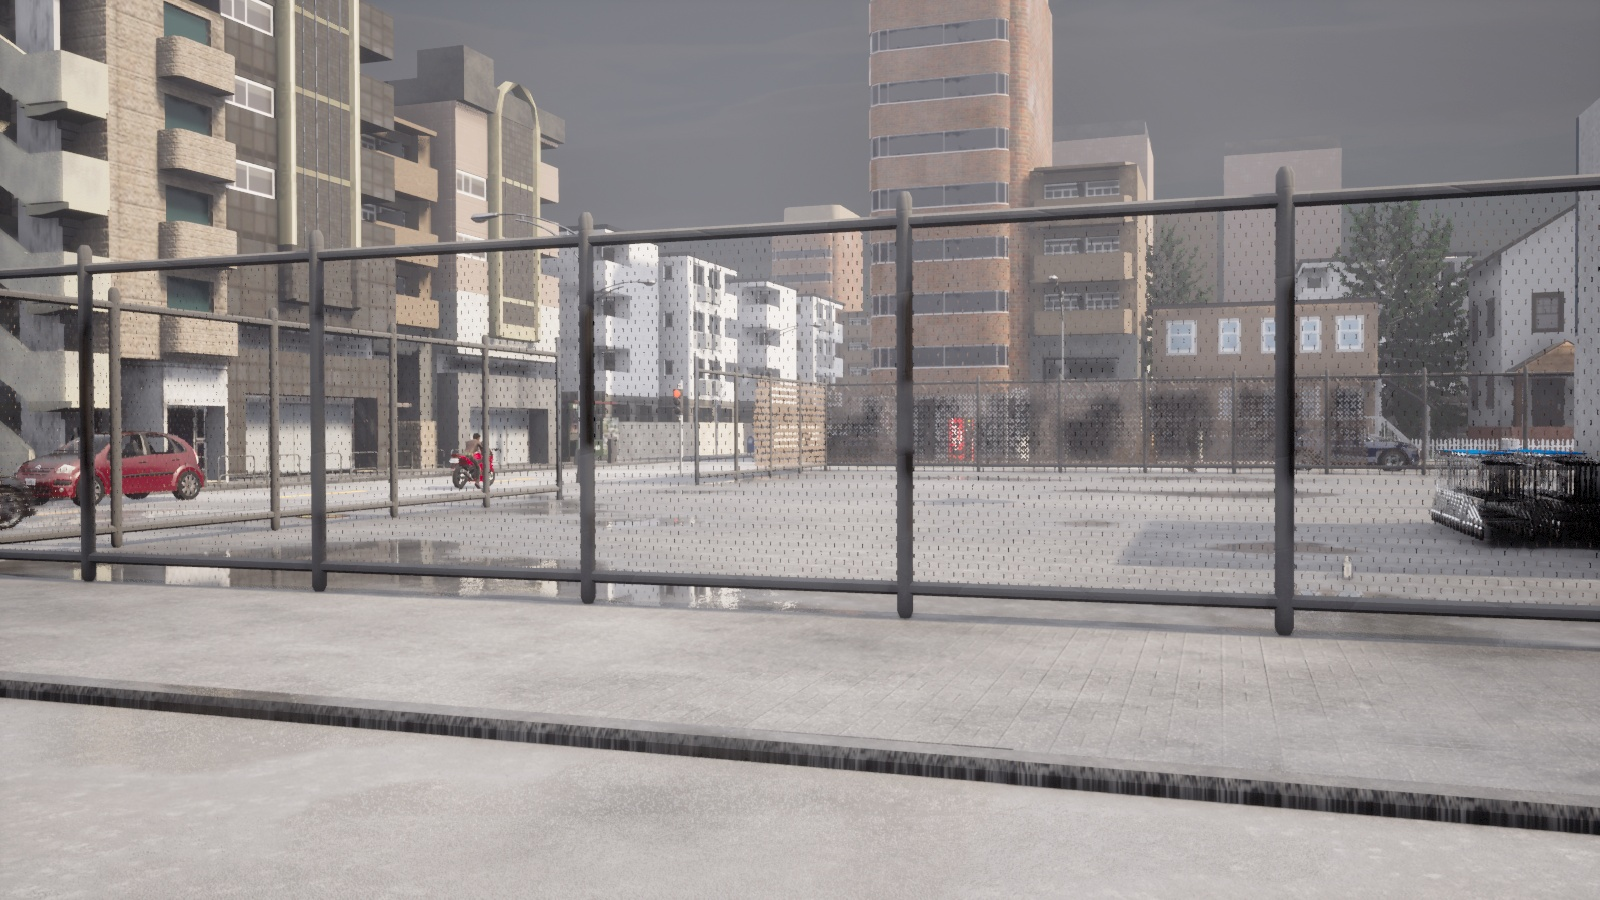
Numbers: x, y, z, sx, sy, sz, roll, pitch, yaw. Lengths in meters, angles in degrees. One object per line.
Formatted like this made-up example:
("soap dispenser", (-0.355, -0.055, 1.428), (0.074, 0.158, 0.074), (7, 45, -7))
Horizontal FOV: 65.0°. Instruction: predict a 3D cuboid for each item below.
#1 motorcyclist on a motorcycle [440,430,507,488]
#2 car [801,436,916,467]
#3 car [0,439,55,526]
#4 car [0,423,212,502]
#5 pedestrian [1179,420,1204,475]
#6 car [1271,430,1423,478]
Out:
("motorcyclist on a motorcycle", (-8.945, 0.223, 34.468), (0.797, 1.523, 2.044), (1, 1, 19))
("car", (2.558, 0.051, 55.330), (4.718, 1.301, 1.895), (1, 1, 29))
("car", (-14.047, 0.528, 19.309), (1.994, 1.385, 4.181), (1, 1, 18))
("car", (-15.348, 0.220, 27.950), (1.851, 1.617, 3.988), (1, 1, 18))
("pedestrian", (13.092, -0.087, 42.003), (0.703, 1.840, 0.431), (1, 1, 35))
("car", (19.504, 0.109, 44.994), (4.856, 1.649, 2.033), (1, 1, 20))
